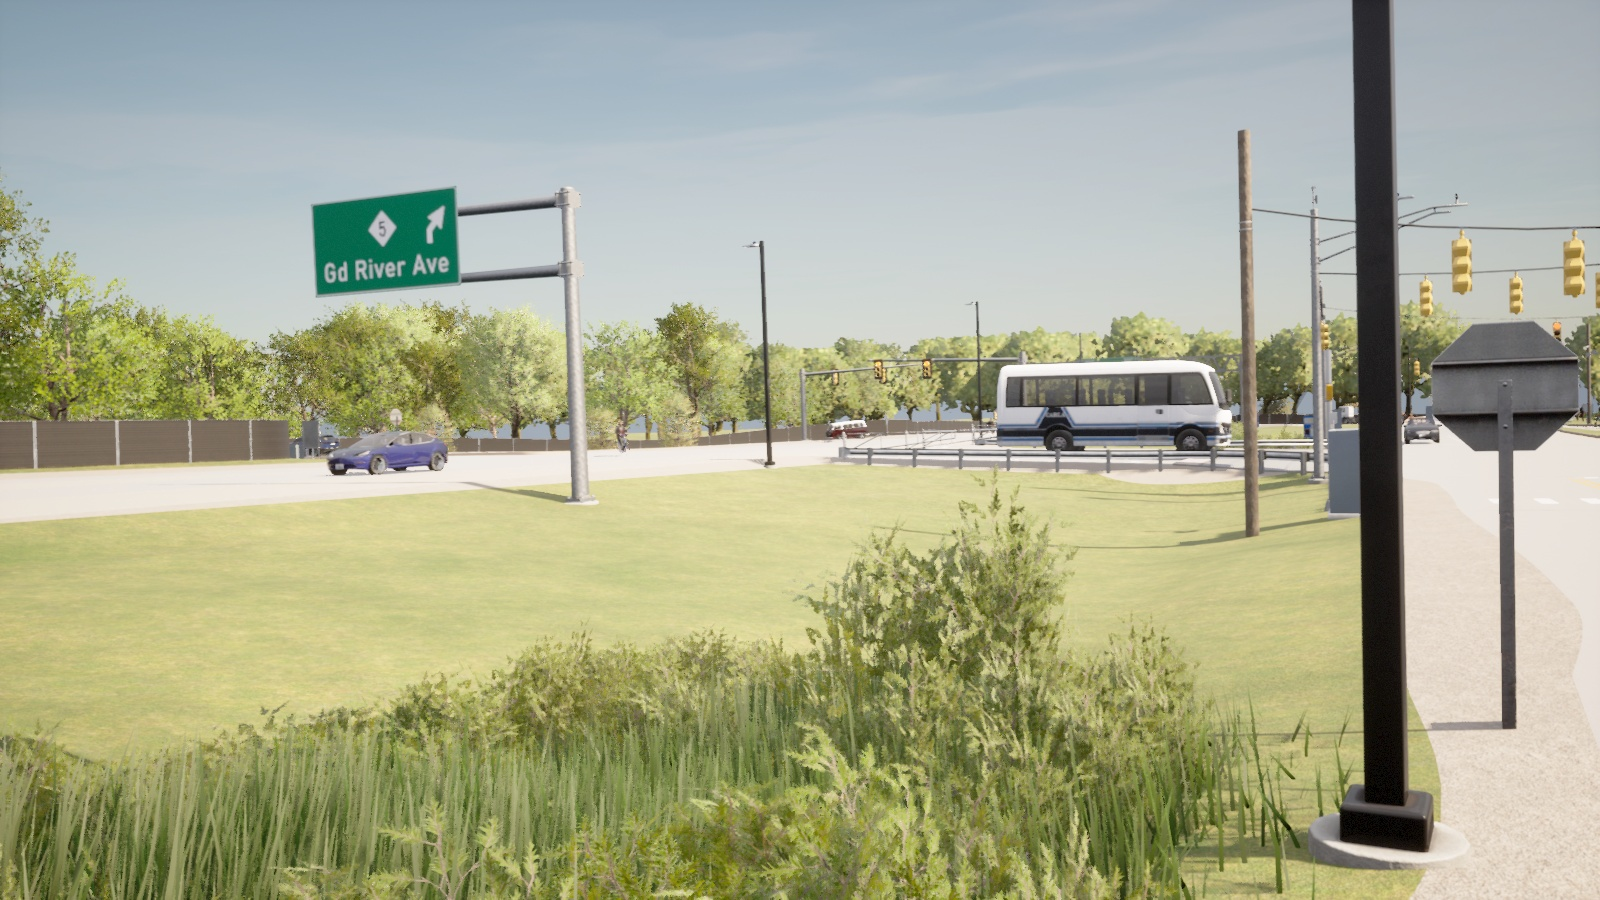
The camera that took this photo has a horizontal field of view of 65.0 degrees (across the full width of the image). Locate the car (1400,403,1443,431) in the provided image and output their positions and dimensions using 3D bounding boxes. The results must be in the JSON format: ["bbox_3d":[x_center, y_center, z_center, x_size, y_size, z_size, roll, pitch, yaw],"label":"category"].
[{"bbox_3d":[37.266,-2.006,75.386,2.128,1.511,4.902,-2,2,25],"label":"car"}]

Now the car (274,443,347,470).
[{"bbox_3d":[-35.573,0.466,91.188,4.856,1.649,2.033,-3,2,25],"label":"car"}]

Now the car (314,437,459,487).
[{"bbox_3d":[-14.575,0.399,44.554,2.163,1.488,4.792,-2,1,24],"label":"car"}]

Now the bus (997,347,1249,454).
[{"bbox_3d":[14.388,-2.104,56.016,10.273,4.253,3.944,-1,2,24],"label":"bus"}]
